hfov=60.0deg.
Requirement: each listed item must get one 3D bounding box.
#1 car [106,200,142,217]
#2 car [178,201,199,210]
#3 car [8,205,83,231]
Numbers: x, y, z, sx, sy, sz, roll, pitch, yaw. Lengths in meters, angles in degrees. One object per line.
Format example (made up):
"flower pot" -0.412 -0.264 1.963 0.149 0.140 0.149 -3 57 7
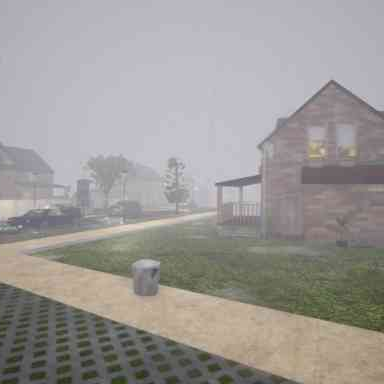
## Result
"car" -7.204 1.647 35.594 2.097 1.767 4.553 0 -1 20
"car" -0.510 2.084 53.711 2.033 1.411 5.357 0 -1 21
"car" -9.283 1.749 21.647 1.895 1.301 4.718 0 -1 20
